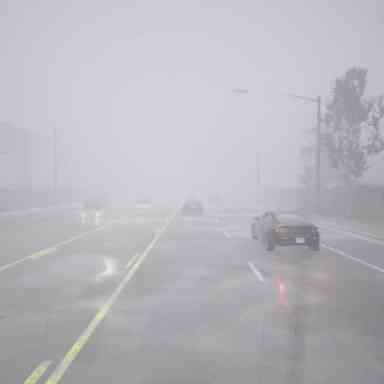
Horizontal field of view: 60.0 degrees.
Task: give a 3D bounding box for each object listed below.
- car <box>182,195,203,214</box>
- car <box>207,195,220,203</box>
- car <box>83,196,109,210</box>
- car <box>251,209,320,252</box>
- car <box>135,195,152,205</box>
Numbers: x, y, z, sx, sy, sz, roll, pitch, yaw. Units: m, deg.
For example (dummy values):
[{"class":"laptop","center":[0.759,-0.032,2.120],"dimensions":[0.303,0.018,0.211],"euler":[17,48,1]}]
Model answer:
[{"class":"car","center":[0.086,1.313,32.492],"dimensions":[1.994,1.385,4.181],"euler":[0,0,0]},{"class":"car","center":[3.588,1.122,55.216],"dimensions":[2.033,1.411,5.357],"euler":[0,0,0]},{"class":"car","center":[-10.564,1.219,37.056],"dimensions":[1.837,1.490,4.892],"euler":[0,0,0]},{"class":"car","center":[3.595,1.423,13.335],"dimensions":[1.812,1.442,4.674],"euler":[0,0,0]},{"class":"car","center":[-7.048,1.168,49.158],"dimensions":[2.033,1.411,5.357],"euler":[0,0,1]}]
